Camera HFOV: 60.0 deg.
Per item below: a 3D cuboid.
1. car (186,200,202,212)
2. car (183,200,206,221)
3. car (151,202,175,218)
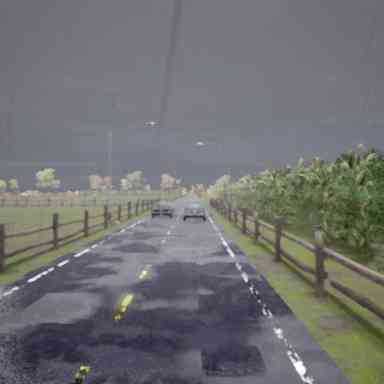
[{"bbox_3d":[0.257,1.649,40.194,1.895,1.301,4.718,0,0,1],"label":"car"},{"bbox_3d":[0.212,1.579,27.542,2.033,1.411,5.357,0,0,1],"label":"car"},{"bbox_3d":[-2.586,1.631,30.346,1.895,1.301,4.718,0,0,1],"label":"car"}]
